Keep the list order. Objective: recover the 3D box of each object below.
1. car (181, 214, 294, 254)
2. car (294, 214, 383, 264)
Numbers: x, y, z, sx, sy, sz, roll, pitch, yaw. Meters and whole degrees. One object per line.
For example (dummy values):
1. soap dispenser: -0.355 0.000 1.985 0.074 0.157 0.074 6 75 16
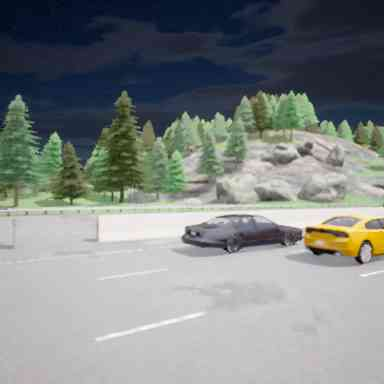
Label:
1. car: 2.200 1.606 13.726 5.357 1.411 2.033 0 0 -32
2. car: 6.294 1.552 12.102 5.008 1.535 1.882 1 -1 -31
